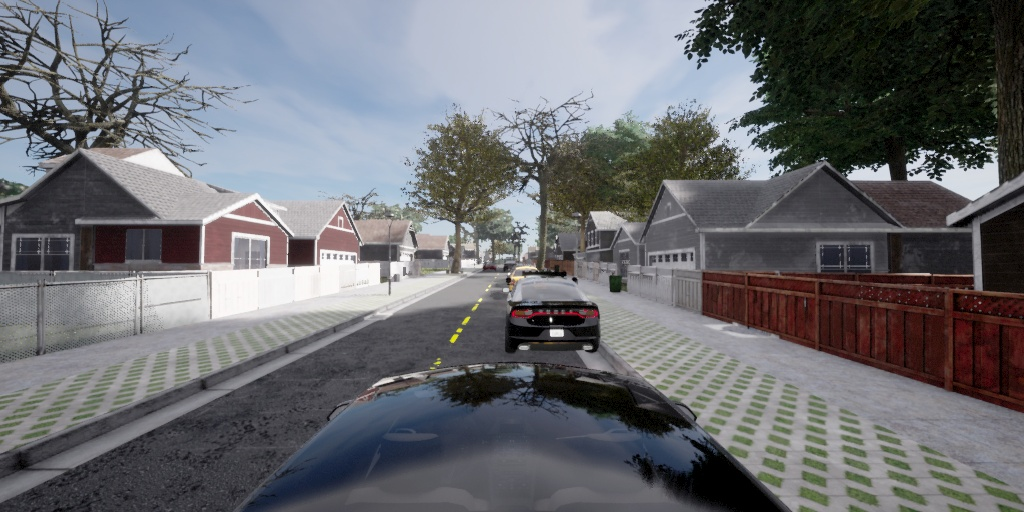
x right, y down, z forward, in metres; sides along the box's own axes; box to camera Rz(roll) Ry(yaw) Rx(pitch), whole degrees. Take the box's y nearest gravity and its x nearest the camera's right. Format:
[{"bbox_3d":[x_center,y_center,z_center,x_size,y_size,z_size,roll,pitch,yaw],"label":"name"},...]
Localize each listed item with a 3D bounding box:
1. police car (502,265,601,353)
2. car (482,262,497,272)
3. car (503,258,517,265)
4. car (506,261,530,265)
[{"bbox_3d":[0.791,1.181,9.017,1.930,1.638,5.238,0,0,0],"label":"police car"},{"bbox_3d":[-2.995,1.463,48.457,1.895,1.301,4.718,0,0,0],"label":"car"},{"bbox_3d":[-0.202,1.345,49.566,1.882,1.535,5.008,0,0,0],"label":"car"},{"bbox_3d":[0.737,1.221,19.104,1.801,1.575,5.366,0,0,0],"label":"car"}]
